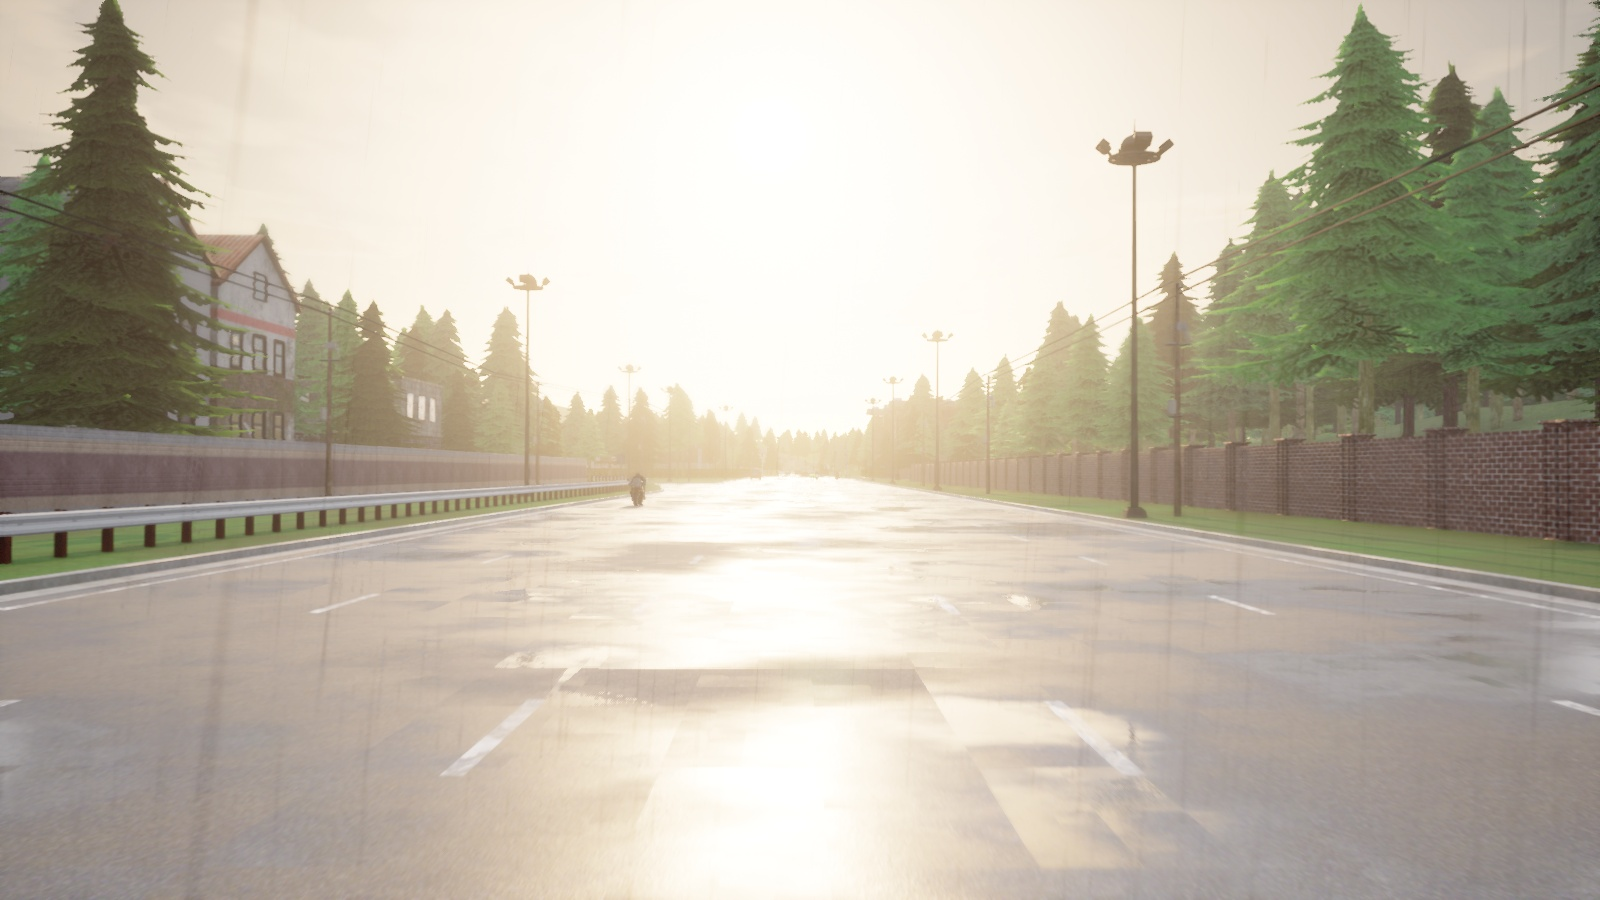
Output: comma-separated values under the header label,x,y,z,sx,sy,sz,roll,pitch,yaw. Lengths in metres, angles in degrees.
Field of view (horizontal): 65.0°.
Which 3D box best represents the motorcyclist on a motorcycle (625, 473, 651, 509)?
label,x,y,z,sx,sy,sz,roll,pitch,yaw
motorcyclist on a motorcycle,-7.133,1.807,55.504,0.866,1.530,2.191,0,-1,0
